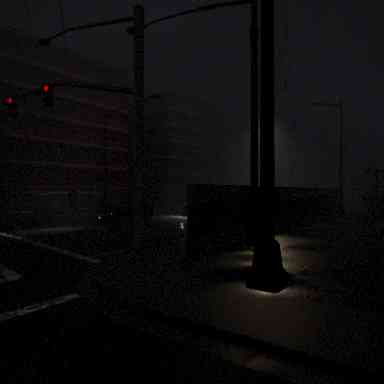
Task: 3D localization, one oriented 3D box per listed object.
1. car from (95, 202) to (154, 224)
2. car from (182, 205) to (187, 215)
[{"bbox_3d":[-4.927,1.491,24.787,2.128,1.511,4.902,0,0,35],"label":"car"},{"bbox_3d":[0.902,1.506,33.083,1.837,1.490,4.892,0,0,35],"label":"car"}]
